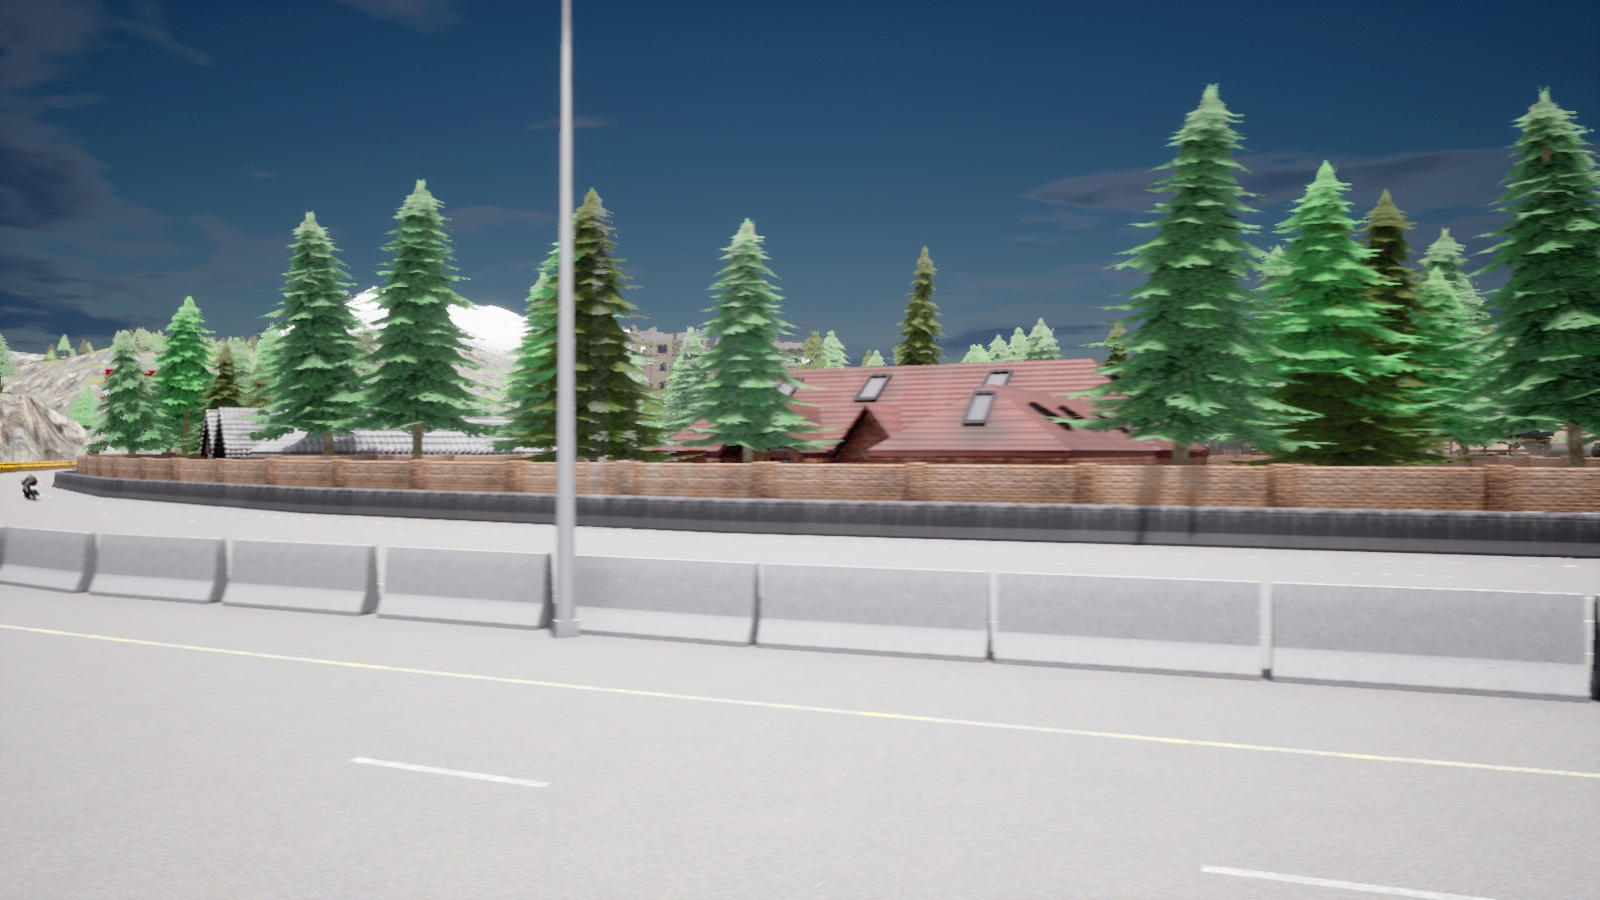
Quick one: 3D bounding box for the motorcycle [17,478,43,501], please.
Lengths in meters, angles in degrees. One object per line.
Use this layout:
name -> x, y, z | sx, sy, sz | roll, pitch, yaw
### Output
motorcycle -> -43.952, 2.272, 65.227 | 0.867, 1.251, 2.209 | 2, -1, -43
